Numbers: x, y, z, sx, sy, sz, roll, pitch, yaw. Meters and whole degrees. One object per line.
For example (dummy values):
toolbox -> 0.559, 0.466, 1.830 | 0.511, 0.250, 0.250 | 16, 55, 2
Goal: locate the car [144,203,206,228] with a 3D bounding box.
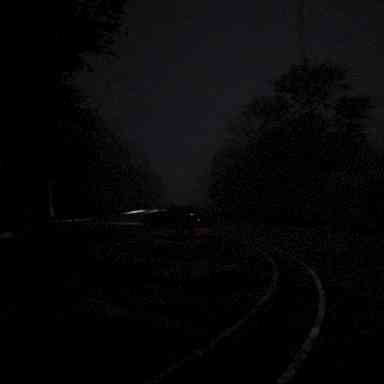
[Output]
car -> -1.558, 1.876, 25.762 | 4.902, 1.511, 2.128 | -1, -1, 33

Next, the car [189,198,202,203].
car -> 0.205, 2.448, 65.388 | 1.812, 1.442, 4.674 | -1, -1, 9

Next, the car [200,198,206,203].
car -> 2.077, 2.269, 78.155 | 2.097, 1.767, 4.553 | -1, -1, 8

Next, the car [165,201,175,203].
car -> -4.134, 2.392, 60.573 | 2.128, 1.511, 4.902 | -1, -1, 9
